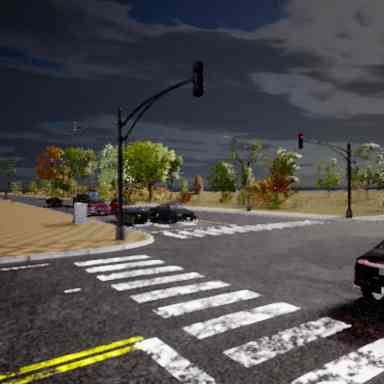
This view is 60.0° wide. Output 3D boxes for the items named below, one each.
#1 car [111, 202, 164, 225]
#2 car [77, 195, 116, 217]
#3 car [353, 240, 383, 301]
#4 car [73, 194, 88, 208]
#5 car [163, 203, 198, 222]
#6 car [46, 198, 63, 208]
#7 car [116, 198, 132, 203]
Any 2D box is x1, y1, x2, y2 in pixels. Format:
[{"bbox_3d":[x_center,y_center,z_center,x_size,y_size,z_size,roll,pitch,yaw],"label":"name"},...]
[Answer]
[{"bbox_3d":[-4.252,1.731,25.431,1.895,1.301,4.718,-1,0,-33],"label":"car"},{"bbox_3d":[-9.882,1.497,34.103,2.097,1.767,4.553,-1,0,-33],"label":"car"},{"bbox_3d":[5.546,1.599,7.428,4.902,1.511,2.128,0,0,-36],"label":"car"},{"bbox_3d":[-16.361,1.343,50.116,2.150,2.045,5.566,-1,0,-33],"label":"car"},{"bbox_3d":[-1.690,1.638,27.452,2.033,1.411,5.357,-1,0,-33],"label":"car"},{"bbox_3d":[-21.677,1.640,52.421,1.882,1.535,5.008,-1,0,-33],"label":"car"},{"bbox_3d":[-7.514,1.455,36.425,2.097,1.767,4.553,-1,0,-33],"label":"car"}]
